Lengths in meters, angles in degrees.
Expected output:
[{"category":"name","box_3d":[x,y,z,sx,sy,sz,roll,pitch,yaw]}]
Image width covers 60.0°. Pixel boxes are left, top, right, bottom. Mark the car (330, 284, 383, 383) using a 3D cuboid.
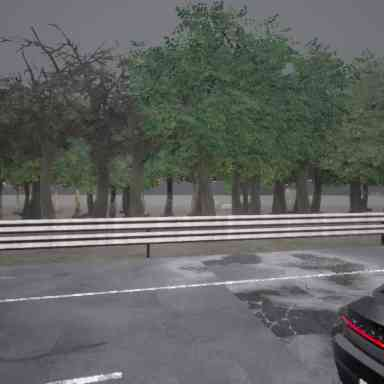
[{"category":"car","box_3d":[3.876,1.503,3.491,4.892,1.490,1.837,1,0,-16]}]
